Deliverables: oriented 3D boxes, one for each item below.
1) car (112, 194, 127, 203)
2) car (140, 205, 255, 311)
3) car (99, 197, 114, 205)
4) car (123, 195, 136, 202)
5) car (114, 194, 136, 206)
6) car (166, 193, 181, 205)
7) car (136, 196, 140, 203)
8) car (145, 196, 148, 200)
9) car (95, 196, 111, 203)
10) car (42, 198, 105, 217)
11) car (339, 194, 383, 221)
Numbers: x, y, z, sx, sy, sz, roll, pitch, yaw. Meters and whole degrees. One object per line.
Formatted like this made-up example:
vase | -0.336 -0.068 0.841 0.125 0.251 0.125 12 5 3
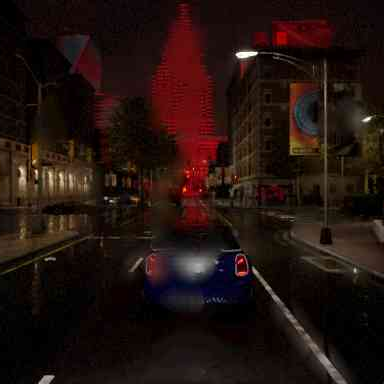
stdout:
car | -14.729 1.350 68.050 2.097 1.767 4.553 0 0 0
car | 0.105 1.352 7.923 2.097 1.767 4.553 0 0 0
car | -14.846 1.545 57.940 2.033 1.411 5.357 0 0 1
car | -14.686 1.522 78.451 2.128 1.511 4.902 0 0 0
car | -11.356 1.524 56.764 1.812 1.442 4.674 0 0 0
car | -3.121 1.219 55.548 2.150 2.045 5.566 0 0 -1
car | -11.266 1.475 65.912 1.882 1.535 5.008 0 0 1
car | -11.197 1.550 75.785 1.994 1.385 4.181 0 0 0
car | -17.980 1.592 67.444 1.895 1.301 4.718 0 0 0
car | -11.330 1.546 31.705 5.357 1.411 2.033 0 0 -19
car | 14.936 1.220 26.959 5.566 2.045 2.150 0 0 0
